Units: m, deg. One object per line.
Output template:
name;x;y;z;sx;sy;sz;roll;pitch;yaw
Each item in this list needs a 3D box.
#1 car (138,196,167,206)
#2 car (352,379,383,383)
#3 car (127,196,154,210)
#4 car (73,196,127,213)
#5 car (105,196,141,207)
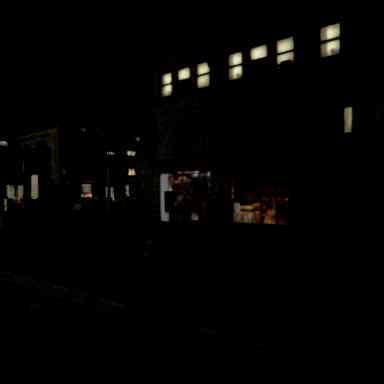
car;-5.848;1.251;49.419;1.802;1.307;4.206;0;0;36
car;2.575;1.552;1.053;4.403;1.369;2.008;0;-1;36
car;-5.585;1.187;35.540;2.008;1.369;4.403;-1;0;36
car;-8.740;1.212;31.203;1.752;1.417;4.829;-1;0;36
car;-9.203;1.247;44.808;1.752;1.417;4.829;0;0;36
